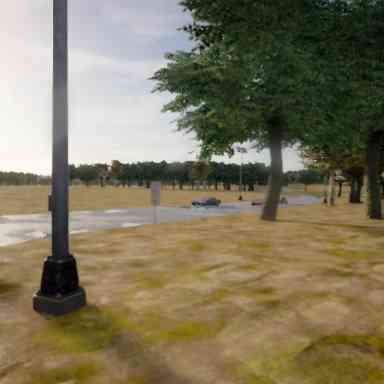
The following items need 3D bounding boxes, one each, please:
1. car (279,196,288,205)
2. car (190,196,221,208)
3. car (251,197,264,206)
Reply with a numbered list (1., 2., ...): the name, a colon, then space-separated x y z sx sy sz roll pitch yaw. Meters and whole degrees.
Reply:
1. car: 15.493 1.410 58.795 1.812 1.442 4.674 3 1 30
2. car: 1.907 1.229 43.268 2.033 1.411 5.357 3 2 32
3. car: 10.451 1.439 50.187 1.994 1.385 4.181 3 2 32
